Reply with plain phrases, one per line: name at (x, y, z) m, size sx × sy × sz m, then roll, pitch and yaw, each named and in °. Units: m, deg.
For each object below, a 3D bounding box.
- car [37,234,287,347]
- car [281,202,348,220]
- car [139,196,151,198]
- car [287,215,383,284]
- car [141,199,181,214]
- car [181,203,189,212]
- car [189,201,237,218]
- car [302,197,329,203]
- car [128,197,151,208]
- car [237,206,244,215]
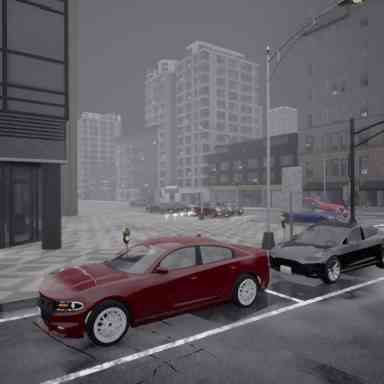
car at (-0.475, 1.544, 6.314) m, size 4.507 × 1.381 × 1.887 m, roll 0°, pitch 0°, yaw -35°
car at (8.877, 1.736, 24.558) m, size 1.812 × 1.442 × 4.674 m, roll 0°, pitch -1°, yaw -33°
car at (-10.295, 1.930, 69.013) m, size 2.150 × 2.045 × 5.566 m, roll 0°, pitch 0°, yaw -35°
car at (4.121, 1.564, 9.591) m, size 4.313 × 1.339 × 1.947 m, roll 0°, pitch 0°, yaw -35°
car at (-4.141, 2.042, 43.101) m, size 2.033 × 1.411 × 5.357 m, roll 0°, pitch 0°, yaw -36°
car at (-2.371, 2.044, 46.237) m, size 2.033 × 1.411 × 5.357 m, roll 0°, pitch 0°, yaw -36°
car at (2.089, 1.715, 34.307) m, size 2.097 × 1.767 × 4.553 m, roll 0°, pitch 0°, yaw -35°
car at (10.253, 1.448, 28.386) m, size 2.150 × 2.045 × 5.566 m, roll 0°, pitch -1°, yaw -35°
car at (-10.285, 2.233, 63.380) m, size 2.033 × 1.411 × 5.357 m, roll 0°, pitch 0°, yaw -35°
car at (3.794, 1.873, 37.514) m, size 1.837 × 1.490 × 4.892 m, roll 0°, pitch -1°, yaw -35°
